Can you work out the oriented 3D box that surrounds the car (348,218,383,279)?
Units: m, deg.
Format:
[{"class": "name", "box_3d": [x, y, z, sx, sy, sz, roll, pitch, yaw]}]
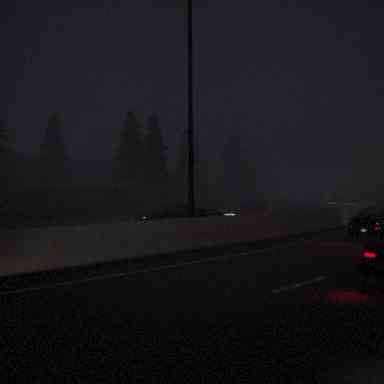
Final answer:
[{"class": "car", "box_3d": [6.315, 1.466, 8.619, 5.357, 1.411, 2.033, -1, 0, -39]}]

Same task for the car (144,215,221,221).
[{"class": "car", "box_3d": [0.179, 1.518, 17.324, 4.718, 1.301, 1.895, -1, 0, -39]}]

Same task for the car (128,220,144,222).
[{"class": "car", "box_3d": [-1.561, 1.405, 20.515, 4.902, 1.511, 2.128, -1, 1, -40]}]

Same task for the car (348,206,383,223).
[{"class": "car", "box_3d": [8.917, 1.393, 15.543, 4.674, 1.442, 1.812, -1, 0, -43]}]
